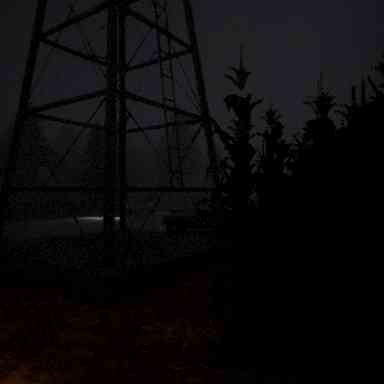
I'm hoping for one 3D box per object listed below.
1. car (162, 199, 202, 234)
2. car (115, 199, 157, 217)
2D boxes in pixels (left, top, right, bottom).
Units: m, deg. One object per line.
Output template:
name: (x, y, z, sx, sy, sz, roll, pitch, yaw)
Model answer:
car: (0.551, 1.193, 16.401, 3.866, 1.878, 1.905, 0, 0, 5)
car: (-5.011, 1.327, 29.119, 1.812, 1.442, 4.674, 0, 0, 36)
